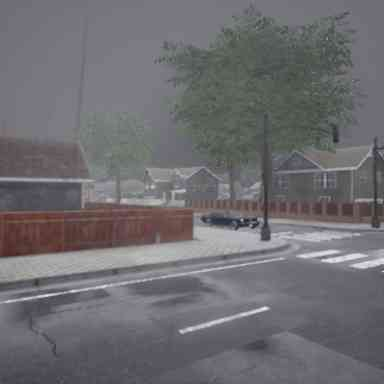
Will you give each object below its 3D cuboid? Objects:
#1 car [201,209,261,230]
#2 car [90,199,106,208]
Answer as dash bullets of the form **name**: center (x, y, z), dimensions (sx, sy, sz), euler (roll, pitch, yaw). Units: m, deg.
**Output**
- **car**: center (2.709, 1.939, 23.851), dimensions (1.895, 1.301, 4.718), euler (0, -1, -33)
- **car**: center (-15.631, 2.003, 54.783), dimensions (2.097, 1.767, 4.553), euler (0, -1, -28)
